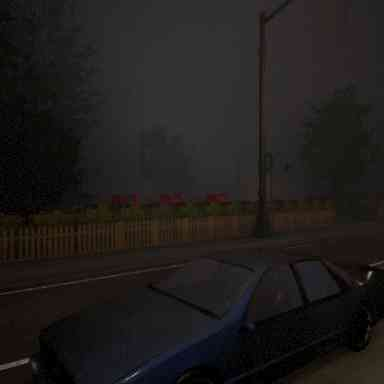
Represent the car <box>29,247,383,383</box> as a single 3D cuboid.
[{"bbox_3d":[0.808,1.547,4.617,5.357,1.411,2.033,0,0,-37],"label":"car"}]
